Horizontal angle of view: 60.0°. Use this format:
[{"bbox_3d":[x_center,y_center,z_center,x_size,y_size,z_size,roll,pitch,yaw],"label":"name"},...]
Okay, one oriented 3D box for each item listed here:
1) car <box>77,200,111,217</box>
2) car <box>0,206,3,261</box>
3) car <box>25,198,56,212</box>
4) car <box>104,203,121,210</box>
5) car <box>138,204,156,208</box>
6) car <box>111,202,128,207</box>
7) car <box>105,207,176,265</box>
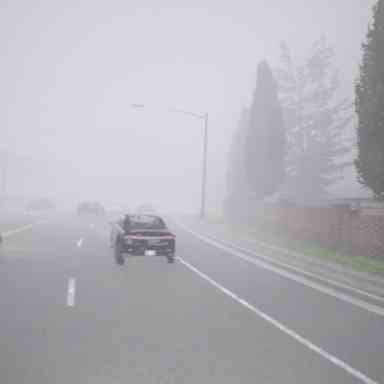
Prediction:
[{"bbox_3d":[-9.487,1.537,31.618,2.128,1.511,4.902,3,-2,-4],"label":"car"},{"bbox_3d":[-5.960,1.277,7.918,1.882,1.535,5.008,3,-1,-18],"label":"car"},{"bbox_3d":[-16.830,1.439,37.227,1.837,1.490,4.892,2,-2,-1],"label":"car"},{"bbox_3d":[-17.165,3.183,71.890,1.994,1.385,4.181,2,-3,8],"label":"car"},{"bbox_3d":[-6.224,2.363,46.216,2.033,1.411,5.357,2,-3,6],"label":"car"},{"bbox_3d":[-9.734,2.103,44.546,1.812,1.442,4.674,2,-3,4],"label":"car"},{"bbox_3d":[-1.871,1.540,11.950,2.128,1.511,4.902,3,-1,-16],"label":"car"}]
